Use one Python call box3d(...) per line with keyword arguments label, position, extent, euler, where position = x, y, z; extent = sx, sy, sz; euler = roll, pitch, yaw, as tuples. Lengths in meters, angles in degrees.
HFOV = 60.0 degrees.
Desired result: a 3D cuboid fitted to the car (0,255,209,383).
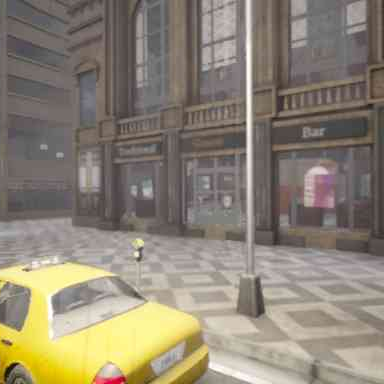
box3d(label="car", position=(-2.113, 1.534, 4.438), extent=(4.829, 1.417, 1.752), euler=(0, 0, 35))
